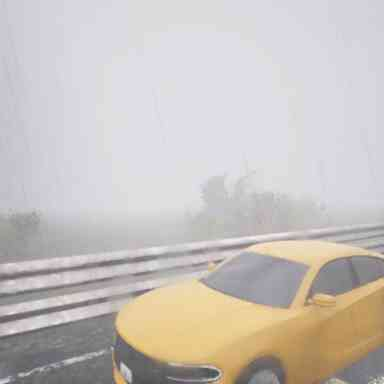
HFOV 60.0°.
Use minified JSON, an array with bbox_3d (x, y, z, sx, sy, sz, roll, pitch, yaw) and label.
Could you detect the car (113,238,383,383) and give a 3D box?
[{"bbox_3d":[1.396,1.476,4.671,5.008,1.535,1.882,0,0,-35],"label":"car"}]
